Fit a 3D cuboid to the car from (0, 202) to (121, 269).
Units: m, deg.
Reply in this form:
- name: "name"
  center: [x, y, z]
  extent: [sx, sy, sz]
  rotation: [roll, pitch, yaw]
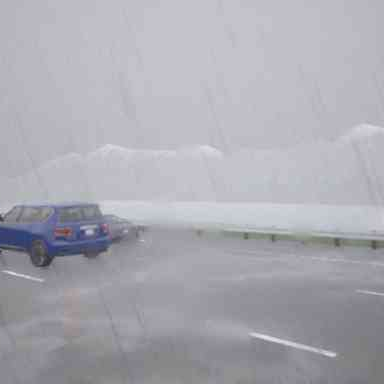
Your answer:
- name: "car"
  center: [-5.395, 1.380, 12.050]
  extent: [5.566, 2.045, 2.150]
  rotation: [-1, 0, 36]

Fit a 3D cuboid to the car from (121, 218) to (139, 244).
- name: "car"
  center: [-4.473, 1.741, 15.708]
  extent: [4.181, 1.385, 1.994]
  rotation: [-1, 0, 36]
